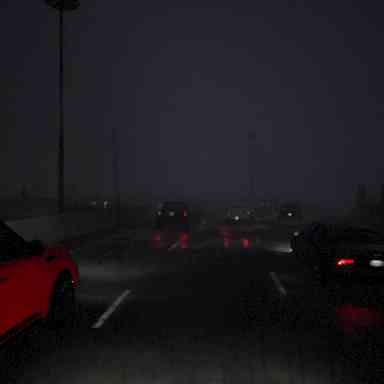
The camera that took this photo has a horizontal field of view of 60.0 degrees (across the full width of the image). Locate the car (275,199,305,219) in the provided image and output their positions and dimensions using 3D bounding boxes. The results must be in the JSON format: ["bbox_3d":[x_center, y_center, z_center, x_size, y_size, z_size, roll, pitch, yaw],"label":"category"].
[{"bbox_3d":[8.437,1.498,28.329,1.837,1.490,4.892,0,0,19],"label":"car"}]

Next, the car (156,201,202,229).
[{"bbox_3d":[-0.721,1.343,21.720,2.097,1.767,4.553,0,0,13],"label":"car"}]

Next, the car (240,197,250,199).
[{"bbox_3d":[9.850,1.579,60.940,2.033,1.411,5.357,0,0,37],"label":"car"}]

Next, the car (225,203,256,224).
[{"bbox_3d":[3.626,1.518,24.588,1.812,1.442,4.674,0,0,15],"label":"car"}]

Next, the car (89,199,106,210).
[{"bbox_3d":[-8.031,1.478,22.039,2.128,1.511,4.902,0,0,13],"label":"car"}]

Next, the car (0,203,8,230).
[{"bbox_3d":[-12.453,1.463,17.698,1.882,1.535,5.008,0,0,10],"label":"car"}]

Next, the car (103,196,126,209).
[{"bbox_3d":[-9.866,1.330,39.788,2.097,1.767,4.553,0,0,22],"label":"car"}]

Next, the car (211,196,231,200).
[{"bbox_3d":[5.250,1.460,60.574,1.882,1.535,5.008,0,0,35],"label":"car"}]

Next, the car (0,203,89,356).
[{"bbox_3d":[-3.246,1.218,3.778,2.150,2.045,5.566,0,0,2],"label":"car"}]

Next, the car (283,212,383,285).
[{"bbox_3d":[4.159,1.546,9.494,2.033,1.411,5.357,0,0,6],"label":"car"}]

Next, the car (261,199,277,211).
[{"bbox_3d":[9.909,1.535,40.889,2.033,1.411,5.357,0,0,27],"label":"car"}]
